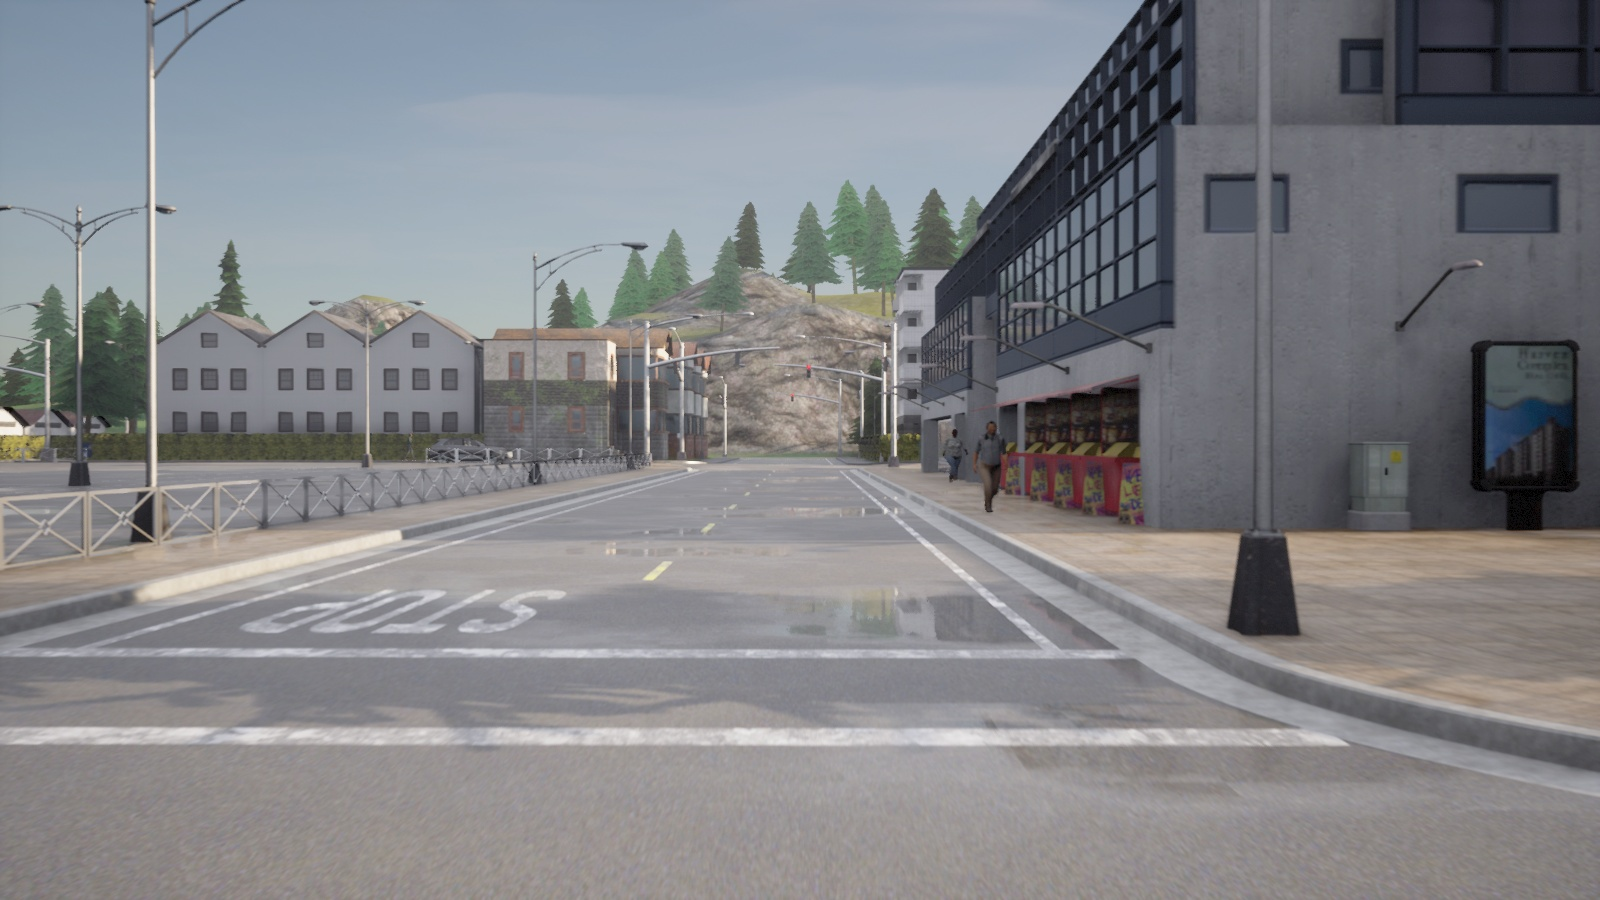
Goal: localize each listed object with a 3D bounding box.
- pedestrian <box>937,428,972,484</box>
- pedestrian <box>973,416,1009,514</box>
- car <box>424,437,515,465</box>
[{"bbox_3d":[5.159,0.186,41.934,0.874,1.855,0.900,0,0,-13],"label":"pedestrian"},{"bbox_3d":[3.634,0.280,23.910,0.540,1.848,0.694,0,0,-3],"label":"pedestrian"},{"bbox_3d":[-19.588,0.049,74.557,4.856,1.649,2.033,0,0,0],"label":"car"}]
